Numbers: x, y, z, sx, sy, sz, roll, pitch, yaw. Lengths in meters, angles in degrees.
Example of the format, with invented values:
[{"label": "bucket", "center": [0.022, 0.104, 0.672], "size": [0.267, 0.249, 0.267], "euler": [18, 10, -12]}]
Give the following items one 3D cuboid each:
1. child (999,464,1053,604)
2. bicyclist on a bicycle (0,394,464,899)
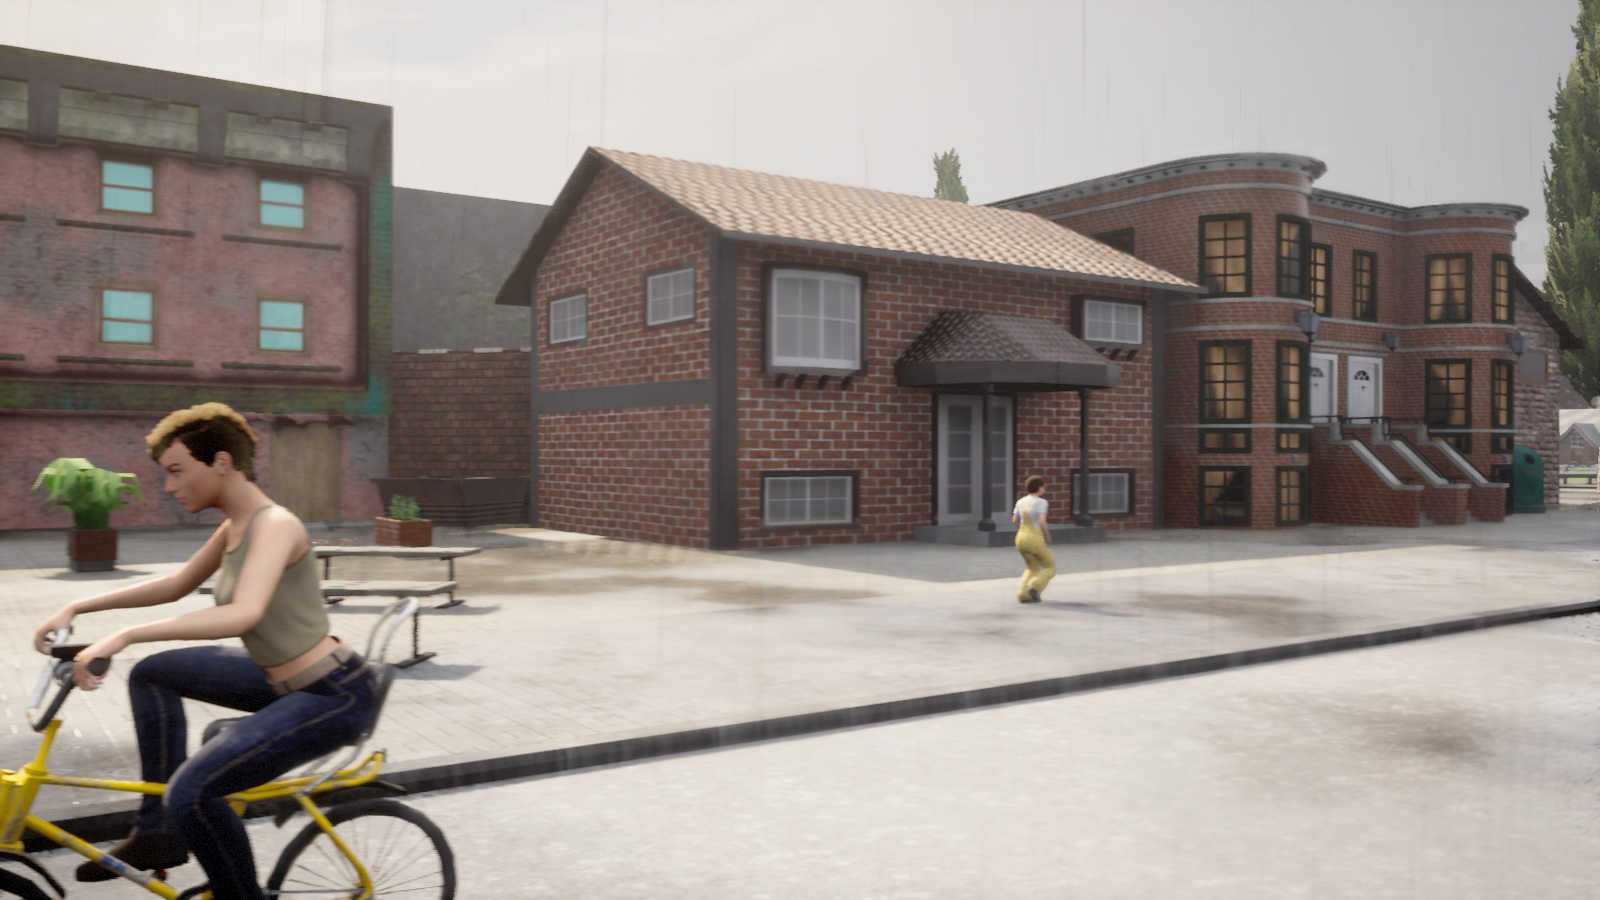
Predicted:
[{"label": "child", "center": [2.087, 0.759, 11.599], "size": [0.437, 1.263, 0.270], "euler": [0, 0, -38]}, {"label": "bicyclist on a bicycle", "center": [-1.713, 0.693, 3.082], "size": [1.509, 1.612, 0.866], "euler": [0, 0, -35]}]
